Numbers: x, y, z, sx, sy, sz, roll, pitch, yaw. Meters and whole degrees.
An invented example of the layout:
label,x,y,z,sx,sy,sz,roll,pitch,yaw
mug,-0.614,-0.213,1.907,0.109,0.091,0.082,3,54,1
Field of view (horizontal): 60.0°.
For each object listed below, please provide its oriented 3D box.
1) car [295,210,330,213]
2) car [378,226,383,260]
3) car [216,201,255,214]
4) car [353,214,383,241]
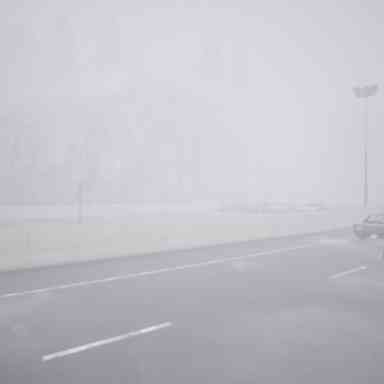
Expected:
label,x,y,z,sx,sy,sz,roll,pitch,yaw
car,12.122,1.742,33.053,4.674,1.442,1.812,1,-1,-45
car,7.510,1.664,9.747,4.718,1.301,1.895,0,0,-39
car,5.460,1.823,41.221,2.033,1.411,5.357,0,-1,44
car,9.822,1.707,16.364,4.718,1.301,1.895,0,0,-41
